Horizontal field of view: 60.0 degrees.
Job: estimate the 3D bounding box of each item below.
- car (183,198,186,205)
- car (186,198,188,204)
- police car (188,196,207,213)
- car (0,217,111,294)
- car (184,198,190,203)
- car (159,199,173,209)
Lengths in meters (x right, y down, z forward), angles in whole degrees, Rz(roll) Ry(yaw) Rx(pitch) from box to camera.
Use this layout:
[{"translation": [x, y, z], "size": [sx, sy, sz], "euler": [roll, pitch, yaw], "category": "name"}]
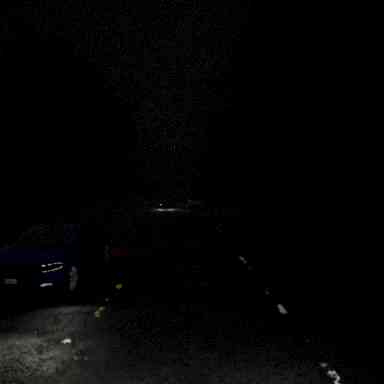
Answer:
[{"translation": [-0.924, 2.114, 73.918], "size": [2.128, 1.511, 4.902], "euler": [0, -1, -2], "category": "car"}, {"translation": [0.476, 1.658, 56.539], "size": [2.150, 2.045, 5.566], "euler": [-1, -1, -1], "category": "car"}, {"translation": [0.765, 1.689, 40.592], "size": [1.930, 1.638, 5.238], "euler": [0, -1, -1], "category": "police car"}, {"translation": [-3.622, 1.520, 9.140], "size": [1.882, 1.535, 5.008], "euler": [0, 0, 0], "category": "car"}, {"translation": [-1.409, 2.366, 91.419], "size": [1.812, 1.442, 4.674], "euler": [0, -1, -2], "category": "car"}, {"translation": [-4.048, 1.906, 52.636], "size": [1.837, 1.490, 4.892], "euler": [0, -1, -1], "category": "car"}]
